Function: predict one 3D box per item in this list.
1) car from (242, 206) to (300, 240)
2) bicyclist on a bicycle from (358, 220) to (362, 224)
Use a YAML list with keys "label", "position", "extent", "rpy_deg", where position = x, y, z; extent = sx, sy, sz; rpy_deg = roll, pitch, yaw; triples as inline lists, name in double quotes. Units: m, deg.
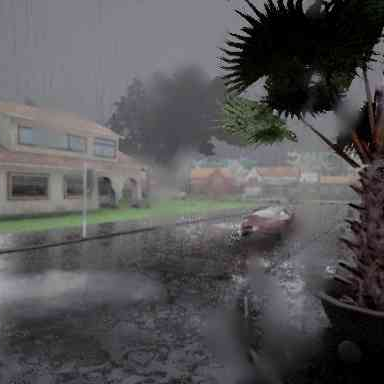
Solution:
- label: "car"
  position: [3.947, 1.411, 16.288]
  extent: [1.812, 1.442, 4.674]
  rpy_deg: [1, 1, 31]
- label: "bicyclist on a bicycle"
  position: [9.394, 1.304, 17.129]
  extent: [1.656, 1.620, 0.582]
  rpy_deg: [1, 1, 30]
